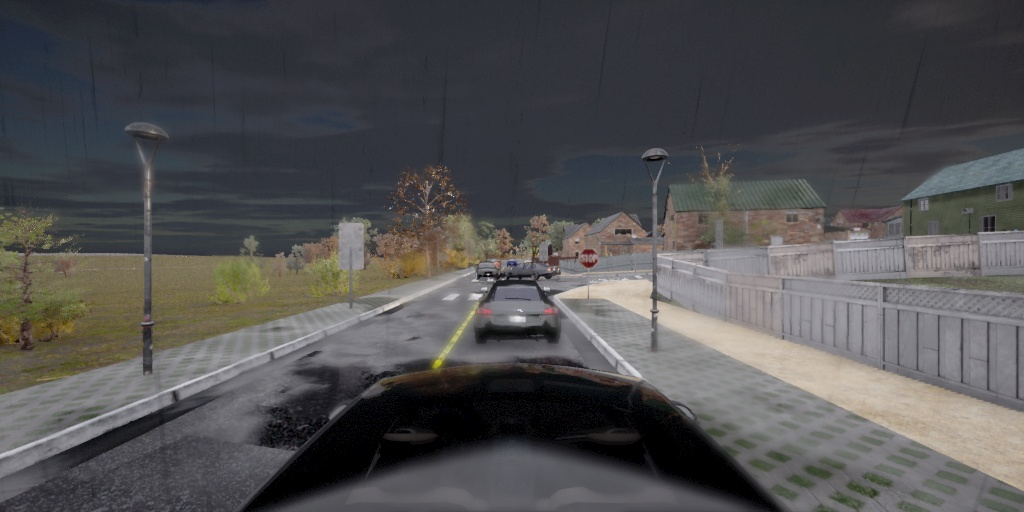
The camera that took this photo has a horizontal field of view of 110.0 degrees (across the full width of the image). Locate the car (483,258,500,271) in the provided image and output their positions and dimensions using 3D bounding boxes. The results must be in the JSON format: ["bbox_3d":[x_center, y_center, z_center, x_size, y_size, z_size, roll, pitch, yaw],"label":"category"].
[{"bbox_3d":[-2.855,1.121,51.350,2.097,1.767,4.553,0,0,1],"label":"car"}]

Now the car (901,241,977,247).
[{"bbox_3d":[23.885,-0.208,20.579,4.902,1.511,2.128,-3,0,14],"label":"car"}]

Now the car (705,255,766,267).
[{"bbox_3d":[14.384,0.413,22.999,4.181,1.385,1.994,-3,0,16],"label":"car"}]

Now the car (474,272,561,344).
[{"bbox_3d":[0.101,1.313,9.606,1.994,1.385,4.181,0,0,-1],"label":"car"}]

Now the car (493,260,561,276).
[{"bbox_3d":[1.332,1.198,28.621,5.357,1.411,2.033,-4,-3,43],"label":"car"}]

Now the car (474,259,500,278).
[{"bbox_3d":[-2.256,1.258,31.532,1.837,1.490,4.892,0,0,-8],"label":"car"}]
